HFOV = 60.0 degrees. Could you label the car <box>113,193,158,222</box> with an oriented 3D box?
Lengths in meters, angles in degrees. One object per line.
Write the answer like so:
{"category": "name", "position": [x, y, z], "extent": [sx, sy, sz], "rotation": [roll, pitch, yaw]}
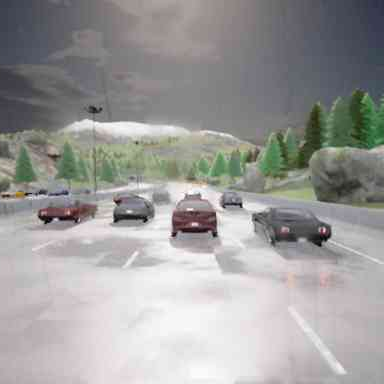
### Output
{"category": "car", "position": [-3.397, 0.990, 20.041], "extent": [1.994, 1.385, 4.181], "rotation": [0, 1, 0]}

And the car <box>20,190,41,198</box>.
{"category": "car", "position": [-24.495, -0.028, 52.637], "extent": [2.033, 1.411, 5.357], "rotation": [0, 1, 0]}

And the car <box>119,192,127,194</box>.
{"category": "car", "position": [-6.896, 0.700, 35.300], "extent": [1.895, 1.301, 4.718], "rotation": [0, 1, 0]}

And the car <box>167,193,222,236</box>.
{"category": "car", "position": [0.102, 1.027, 15.184], "extent": [1.882, 1.535, 5.008], "rotation": [0, 1, 0]}

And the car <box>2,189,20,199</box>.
{"category": "car", "position": [-27.995, 0.300, 52.662], "extent": [1.882, 1.535, 5.008], "rotation": [0, 1, 0]}

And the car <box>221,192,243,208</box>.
{"category": "car", "position": [3.604, 0.725, 31.219], "extent": [2.033, 1.411, 5.357], "rotation": [0, 1, 0]}

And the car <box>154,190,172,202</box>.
{"category": "car", "position": [-3.396, 0.535, 37.524], "extent": [1.882, 1.535, 5.008], "rotation": [0, 1, 0]}

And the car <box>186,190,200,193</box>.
{"category": "car", "position": [0.104, 0.573, 36.198], "extent": [2.128, 1.511, 4.902], "rotation": [0, 1, 0]}

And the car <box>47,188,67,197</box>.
{"category": "car", "position": [-20.995, 0.174, 52.657], "extent": [1.882, 1.535, 5.008], "rotation": [0, 1, 0]}

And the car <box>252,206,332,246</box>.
{"category": "car", "position": [3.602, 1.208, 13.005], "extent": [1.895, 1.301, 4.718], "rotation": [0, 2, 0]}

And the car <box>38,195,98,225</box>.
{"category": "car", "position": [-6.898, 1.050, 19.093], "extent": [1.895, 1.301, 4.718], "rotation": [0, 1, 0]}

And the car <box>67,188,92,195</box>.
{"category": "car", "position": [-17.495, 0.181, 52.686], "extent": [2.097, 1.767, 4.553], "rotation": [0, 1, 0]}
